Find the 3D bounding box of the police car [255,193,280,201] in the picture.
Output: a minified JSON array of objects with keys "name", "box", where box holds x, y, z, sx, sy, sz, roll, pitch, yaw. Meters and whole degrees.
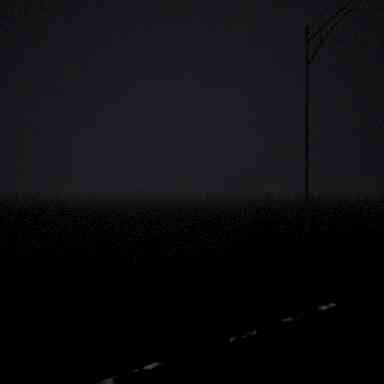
[{"name":"police car","box":[13.853,0.906,60.820,2.038,1.542,4.974,1,0,-36]}]
